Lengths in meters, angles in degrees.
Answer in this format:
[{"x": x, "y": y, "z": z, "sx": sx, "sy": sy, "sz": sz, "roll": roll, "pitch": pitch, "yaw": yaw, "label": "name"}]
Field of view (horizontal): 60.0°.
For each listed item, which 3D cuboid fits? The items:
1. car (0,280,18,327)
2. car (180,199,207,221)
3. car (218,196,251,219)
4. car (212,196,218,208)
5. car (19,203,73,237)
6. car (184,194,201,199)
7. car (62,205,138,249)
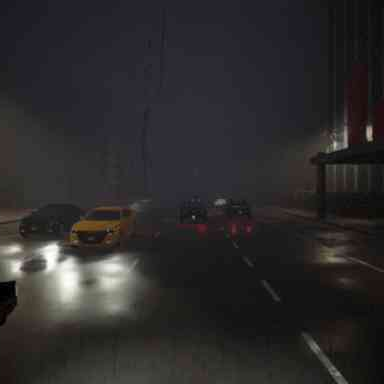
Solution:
[{"x": -3.594, "y": 1.580, "z": 2.864, "sx": 1.895, "sy": 1.301, "sz": 4.718, "roll": 0, "pitch": 0, "yaw": 0, "label": "car"}, {"x": 0.102, "y": 1.426, "z": 25.192, "sx": 1.895, "sy": 1.301, "sz": 4.718, "roll": 0, "pitch": 0, "yaw": 0, "label": "car"}, {"x": 3.600, "y": 1.303, "z": 27.174, "sx": 2.128, "sy": 1.511, "sz": 4.902, "roll": 0, "pitch": 0, "yaw": 0, "label": "car"}, {"x": 3.602, "y": 1.230, "z": 42.849, "sx": 1.812, "sy": 1.442, "sz": 4.674, "roll": 0, "pitch": 0, "yaw": 1, "label": "car"}, {"x": -7.059, "y": 1.356, "z": 17.405, "sx": 1.882, "sy": 1.535, "sz": 5.008, "roll": 0, "pitch": 0, "yaw": 1, "label": "car"}, {"x": 0.056, "y": 1.056, "z": 42.871, "sx": 2.097, "sy": 1.767, "sz": 4.553, "roll": 0, "pitch": 0, "yaw": -1, "label": "car"}, {"x": -3.576, "y": 1.378, "z": 14.277, "sx": 1.882, "sy": 1.535, "sz": 5.008, "roll": 0, "pitch": 0, "yaw": 0, "label": "car"}]
